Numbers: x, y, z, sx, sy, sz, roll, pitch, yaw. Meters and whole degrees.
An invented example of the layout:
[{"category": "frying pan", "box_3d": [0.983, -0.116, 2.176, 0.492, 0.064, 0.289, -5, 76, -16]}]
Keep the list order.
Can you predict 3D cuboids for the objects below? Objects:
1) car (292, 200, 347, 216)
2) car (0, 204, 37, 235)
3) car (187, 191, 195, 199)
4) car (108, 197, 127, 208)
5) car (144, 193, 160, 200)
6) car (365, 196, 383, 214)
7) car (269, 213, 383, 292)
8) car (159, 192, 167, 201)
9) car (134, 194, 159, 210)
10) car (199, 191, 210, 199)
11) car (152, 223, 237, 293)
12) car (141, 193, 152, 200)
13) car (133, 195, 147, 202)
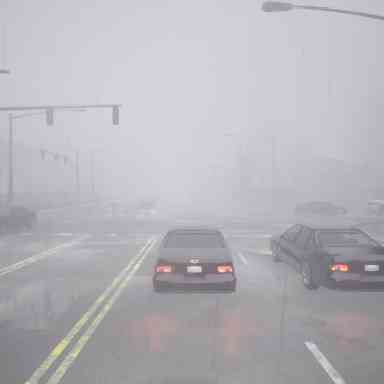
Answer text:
[{"category": "car", "box_3d": [11.971, 1.505, 31.220, 4.892, 1.490, 1.837, 0, 1, 2]}, {"category": "car", "box_3d": [-10.658, 1.477, 18.904, 1.882, 1.535, 5.008, 0, 0, 0]}, {"category": "car", "box_3d": [-0.263, 0.763, 86.605, 2.097, 1.767, 4.553, 0, 1, 0]}, {"category": "car", "box_3d": [-10.743, 1.471, 48.368, 1.812, 1.442, 4.674, 0, 0, 0]}, {"category": "car", "box_3d": [-7.254, 1.417, 58.582, 1.994, 1.385, 4.181, 0, 1, 0]}, {"category": "car", "box_3d": [21.317, 1.222, 35.135, 5.566, 2.045, 2.150, 0, 0, -2]}, {"category": "car", "box_3d": [3.552, 1.547, 9.079, 2.033, 1.411, 5.357, 0, 0, 0]}, {"category": "car", "box_3d": [-7.222, 1.022, 73.007, 2.097, 1.767, 4.553, 0, 1, 0]}, {"category": "car", "box_3d": [-6.035, 1.446, 43.715, 1.882, 1.535, 5.008, -1, 0, -16]}, {"category": "car", "box_3d": [3.245, 0.687, 83.975, 2.150, 2.045, 5.566, 0, 1, 0]}, {"category": "car", "box_3d": [0.052, 1.547, 8.970, 2.033, 1.411, 5.357, 0, 0, 0]}, {"category": "car", "box_3d": [-10.739, 1.067, 78.620, 1.837, 1.490, 4.892, 0, 1, 0]}, {"category": "car", "box_3d": [-10.712, 1.285, 68.275, 2.033, 1.411, 5.357, 0, 1, 0]}]
